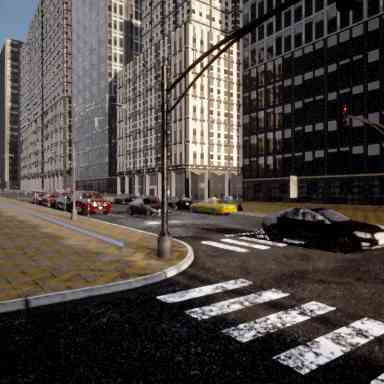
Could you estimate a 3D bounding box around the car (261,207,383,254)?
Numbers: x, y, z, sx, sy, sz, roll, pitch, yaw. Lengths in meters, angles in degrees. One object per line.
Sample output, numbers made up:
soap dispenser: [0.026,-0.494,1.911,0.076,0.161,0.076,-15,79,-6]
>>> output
car: [4.987,1.369,13.226,2.128,1.511,4.902,0,1,-36]

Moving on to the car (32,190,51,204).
car: [-18.344,0.793,40.811,1.802,1.307,4.206,1,0,-36]

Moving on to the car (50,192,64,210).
car: [-11.717,0.987,31.735,1.947,1.339,4.313,1,0,-36]

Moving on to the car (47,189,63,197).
car: [-28.151,0.214,68.454,2.008,1.369,4.403,1,0,-36]

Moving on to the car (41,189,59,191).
car: [-25.114,0.380,59.855,2.033,1.411,5.357,0,1,-34]

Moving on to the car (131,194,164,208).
car: [-4.955,0.977,36.683,1.802,1.307,4.206,1,0,-36]

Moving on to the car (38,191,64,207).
car: [-15.030,0.861,36.273,1.887,1.381,4.507,1,0,-36]

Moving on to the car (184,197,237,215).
car: [1.642,1.127,27.798,1.752,1.417,4.829,1,0,-36]

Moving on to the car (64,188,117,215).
car: [-8.398,0.841,27.195,2.192,1.841,5.009,1,0,-36]

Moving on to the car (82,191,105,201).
car: [-14.896,0.646,50.300,1.947,1.339,4.313,1,0,-36]

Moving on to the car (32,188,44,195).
car: [-38.089,-0.208,82.070,1.967,1.590,4.097,1,0,-36]

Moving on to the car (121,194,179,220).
car: [-3.200,1.144,24.443,1.812,1.442,4.674,0,2,-36]

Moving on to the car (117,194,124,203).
car: [-8.269,0.856,41.222,1.947,1.339,4.313,1,0,-36]

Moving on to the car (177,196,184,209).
car: [-1.641,1.066,32.145,1.947,1.339,4.313,1,0,-36]

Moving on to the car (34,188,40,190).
car: [-34.776,-0.105,77.531,1.967,1.590,4.097,1,0,-36]

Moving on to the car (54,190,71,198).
car: [-24.937,0.289,64.053,1.752,1.417,4.829,1,0,-36]

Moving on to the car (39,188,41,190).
car: [-31.465,0.104,72.993,1.887,1.381,4.507,1,0,-36]
